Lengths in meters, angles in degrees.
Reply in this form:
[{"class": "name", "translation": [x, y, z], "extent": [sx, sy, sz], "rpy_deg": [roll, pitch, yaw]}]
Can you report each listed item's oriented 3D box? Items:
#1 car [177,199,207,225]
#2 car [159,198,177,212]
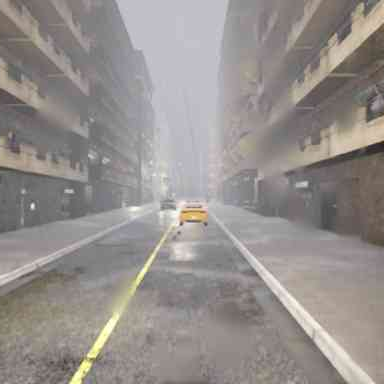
[{"class": "car", "translation": [0.103, 1.506, 24.226], "extent": [1.882, 1.535, 5.008], "rpy_deg": [0, 0, 0]}, {"class": "car", "translation": [-2.837, 1.562, 40.625], "extent": [1.837, 1.490, 4.892], "rpy_deg": [0, 0, 0]}]
